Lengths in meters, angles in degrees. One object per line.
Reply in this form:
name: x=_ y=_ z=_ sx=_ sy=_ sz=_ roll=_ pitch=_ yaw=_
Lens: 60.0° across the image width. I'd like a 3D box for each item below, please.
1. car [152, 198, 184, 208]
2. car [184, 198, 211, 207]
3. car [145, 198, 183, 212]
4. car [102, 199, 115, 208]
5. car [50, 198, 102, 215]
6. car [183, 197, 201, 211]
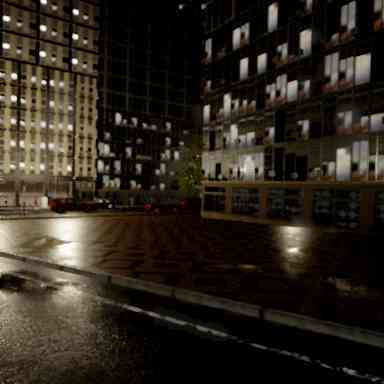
car: x=-3.837 y=1.694 z=53.324 sx=4.829 sy=1.417 sz=1.752 roll=1 pitch=1 yaw=-34
car: x=0.981 y=1.787 z=56.623 sx=4.313 sy=1.339 sz=1.947 roll=1 pitch=1 yaw=-34
car: x=-3.928 y=1.889 z=43.717 sx=4.507 sy=1.381 sz=1.887 roll=1 pitch=1 yaw=-34
car: x=-13.053 y=1.618 z=47.017 sx=4.403 sy=1.369 sz=2.008 roll=1 pitch=1 yaw=-34
car: x=-13.278 y=1.557 z=37.309 sx=5.009 sy=1.841 sz=2.192 roll=1 pitch=1 yaw=-34
car: x=0.756 y=1.711 z=46.914 sx=5.009 sy=1.841 sz=2.192 roll=1 pitch=1 yaw=-34
